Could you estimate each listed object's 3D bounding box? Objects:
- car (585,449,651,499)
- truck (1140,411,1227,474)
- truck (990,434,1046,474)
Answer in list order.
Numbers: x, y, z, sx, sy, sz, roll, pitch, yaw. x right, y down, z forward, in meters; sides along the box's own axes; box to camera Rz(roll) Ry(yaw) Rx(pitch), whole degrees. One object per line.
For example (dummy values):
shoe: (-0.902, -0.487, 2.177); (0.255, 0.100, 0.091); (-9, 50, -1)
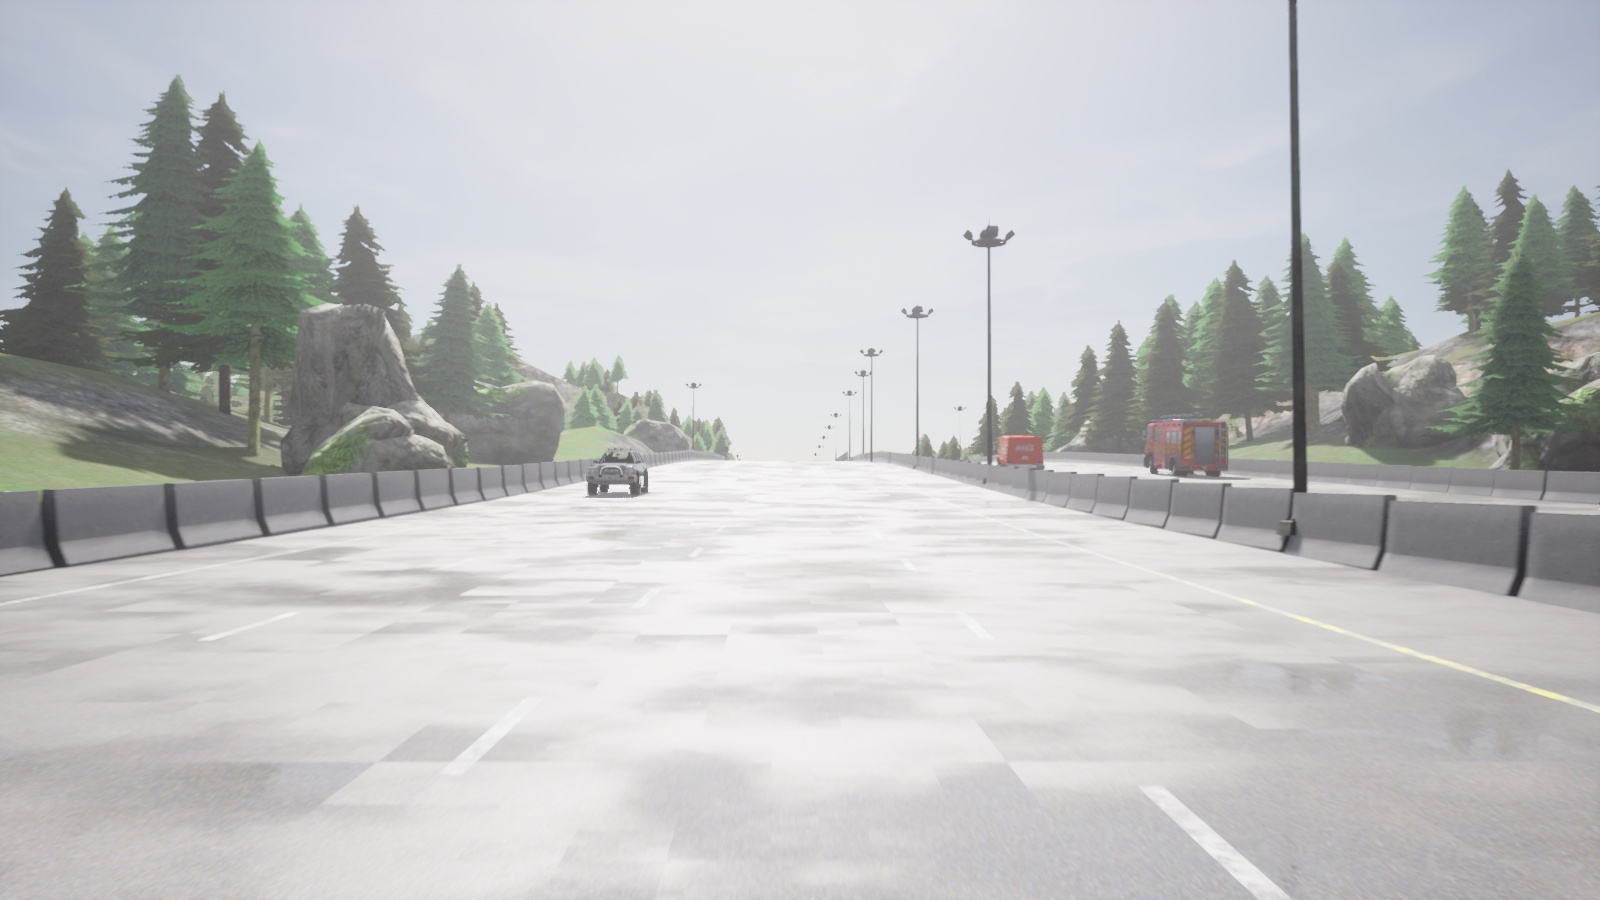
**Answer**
car: (-7.124, 0.891, 49.534); (1.932, 1.855, 4.605); (0, 0, 0)
truck: (24.295, -0.502, 80.001); (2.891, 3.827, 8.468); (0, 1, 0)
truck: (13.798, 0.220, 79.812); (2.627, 2.467, 5.204); (0, 1, 0)
